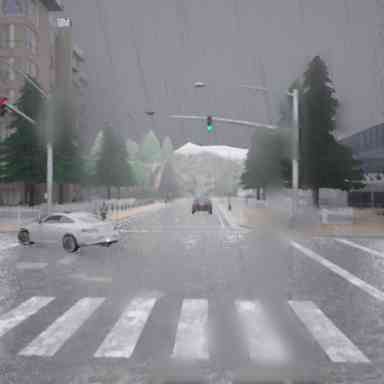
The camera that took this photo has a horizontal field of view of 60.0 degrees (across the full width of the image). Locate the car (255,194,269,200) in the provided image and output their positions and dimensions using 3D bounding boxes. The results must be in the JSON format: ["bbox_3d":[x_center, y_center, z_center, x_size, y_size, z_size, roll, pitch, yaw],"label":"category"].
[{"bbox_3d":[17.182,1.374,81.952,1.845,1.501,3.633,0,0,3],"label":"car"}]

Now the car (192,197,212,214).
[{"bbox_3d":[1.121,1.356,36.236,2.097,1.767,4.553,0,0,3],"label":"car"}]

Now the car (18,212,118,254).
[{"bbox_3d":[-5.040,1.521,13.501,4.674,1.442,1.812,0,-1,33],"label":"car"}]

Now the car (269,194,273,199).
[{"bbox_3d":[20.586,1.386,89.188,1.970,1.475,3.806,0,0,3],"label":"car"}]
